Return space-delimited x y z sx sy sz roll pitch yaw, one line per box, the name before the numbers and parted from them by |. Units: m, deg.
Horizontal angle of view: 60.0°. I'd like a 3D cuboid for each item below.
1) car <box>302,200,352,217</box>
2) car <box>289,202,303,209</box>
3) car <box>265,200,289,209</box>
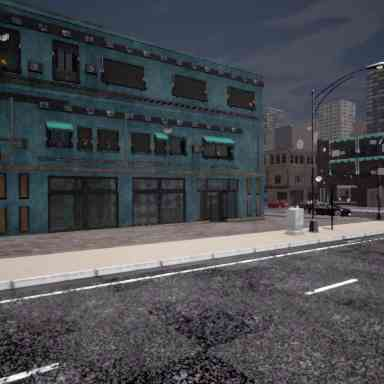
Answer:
car | 13.959 1.816 33.921 1.947 1.339 4.313 -1 0 -35
car | 16.086 1.813 45.642 2.008 1.369 4.403 -2 0 -35
car | 12.892 1.907 50.162 1.802 1.307 4.206 -1 0 -35
